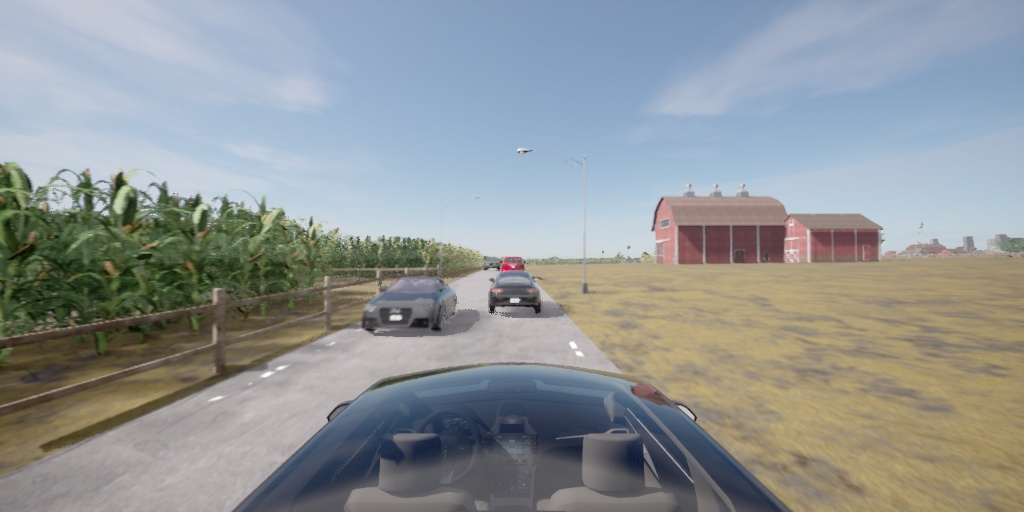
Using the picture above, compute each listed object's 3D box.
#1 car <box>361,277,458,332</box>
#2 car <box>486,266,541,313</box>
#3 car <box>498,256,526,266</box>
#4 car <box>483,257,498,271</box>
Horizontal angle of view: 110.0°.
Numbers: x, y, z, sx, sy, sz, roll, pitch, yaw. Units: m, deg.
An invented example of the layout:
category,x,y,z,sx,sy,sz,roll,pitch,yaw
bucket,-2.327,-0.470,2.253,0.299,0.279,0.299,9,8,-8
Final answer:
category,x,y,z,sx,sy,sz,roll,pitch,yaw
car,-2.849,1.323,10.774,1.994,1.385,4.181,0,0,0
car,0.085,1.290,13.997,1.812,1.442,4.674,0,0,0
car,0.096,1.030,33.596,2.150,2.045,5.566,0,0,0
car,-2.835,1.112,51.205,2.150,2.045,5.566,0,0,0
